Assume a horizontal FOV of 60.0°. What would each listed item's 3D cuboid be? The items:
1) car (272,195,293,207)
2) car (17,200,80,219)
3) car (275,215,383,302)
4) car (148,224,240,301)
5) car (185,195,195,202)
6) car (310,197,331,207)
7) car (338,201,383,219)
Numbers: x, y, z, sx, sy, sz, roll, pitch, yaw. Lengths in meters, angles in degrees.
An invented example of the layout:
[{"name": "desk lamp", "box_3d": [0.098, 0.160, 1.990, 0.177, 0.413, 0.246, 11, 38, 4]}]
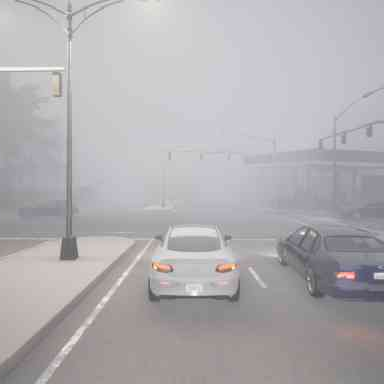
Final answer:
[{"name": "car", "box_3d": [12.926, 1.261, 47.770, 2.242, 1.667, 4.611, 0, 0, 0]}, {"name": "car", "box_3d": [-11.845, 1.430, 27.620, 4.902, 1.511, 2.128, 0, 0, 0]}, {"name": "car", "box_3d": [3.518, 1.545, 8.454, 2.033, 1.411, 5.357, 0, 0, 3]}, {"name": "car", "box_3d": [0.039, 1.516, 8.149, 1.812, 1.442, 4.674, 0, 0, 0]}, {"name": "car", "box_3d": [-0.434, 1.428, 72.766, 1.812, 1.442, 4.674, 0, 0, 0]}, {"name": "car", "box_3d": [18.666, 1.433, 48.567, 1.970, 1.475, 3.806, 0, 0, 0]}, {"name": "car", "box_3d": [14.693, 1.501, 27.634, 4.892, 1.490, 1.837, 0, 0, -1]}]
